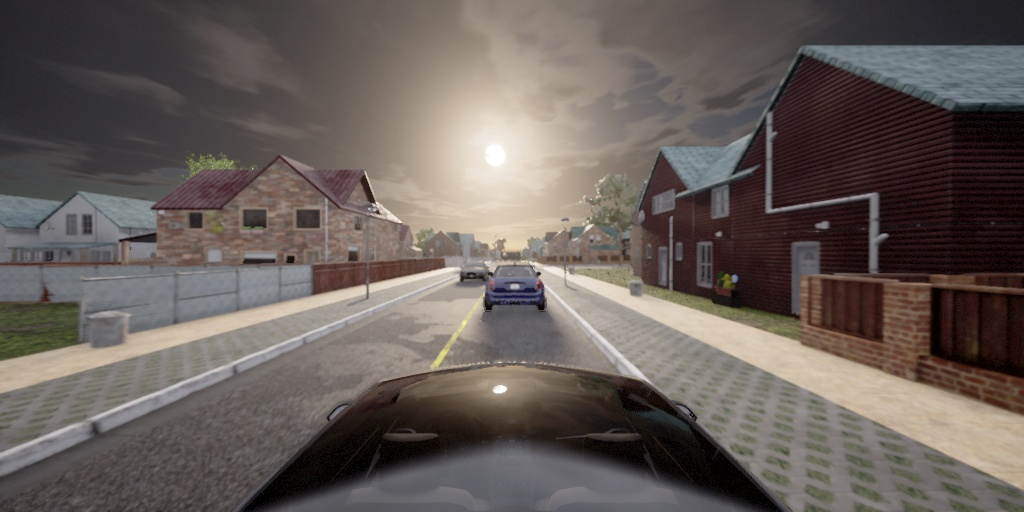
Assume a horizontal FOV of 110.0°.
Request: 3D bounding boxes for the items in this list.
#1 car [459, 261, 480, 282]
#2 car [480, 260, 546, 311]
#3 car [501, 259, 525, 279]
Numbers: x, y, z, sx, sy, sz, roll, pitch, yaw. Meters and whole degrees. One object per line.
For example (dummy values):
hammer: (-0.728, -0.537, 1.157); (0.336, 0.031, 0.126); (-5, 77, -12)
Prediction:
car: (-2.753, 1.105, 26.849); (1.837, 1.490, 4.892); (0, 0, 0)
car: (0.098, 1.012, 14.020); (2.097, 1.767, 4.553); (0, 0, 0)
car: (0.096, 1.062, 31.131); (1.882, 1.535, 5.008); (0, 0, 0)
